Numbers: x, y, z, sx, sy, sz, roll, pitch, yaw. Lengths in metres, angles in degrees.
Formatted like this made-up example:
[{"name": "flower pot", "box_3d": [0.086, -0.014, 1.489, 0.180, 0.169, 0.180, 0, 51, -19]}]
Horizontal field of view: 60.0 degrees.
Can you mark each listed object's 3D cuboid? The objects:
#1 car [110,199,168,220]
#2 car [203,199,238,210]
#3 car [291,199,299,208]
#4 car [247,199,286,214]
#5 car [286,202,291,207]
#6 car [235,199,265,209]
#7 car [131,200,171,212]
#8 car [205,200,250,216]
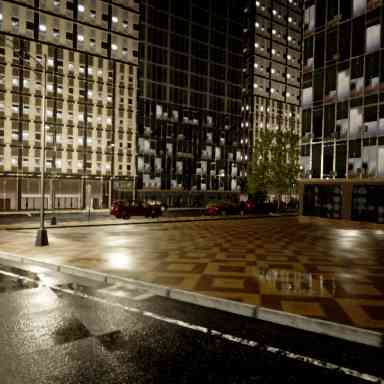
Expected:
[{"name": "car", "box_3d": [-5.286, 1.642, 31.556, 5.009, 1.841, 2.192, 1, 1, -34]}, {"name": "car", "box_3d": [4.125, 1.781, 47.589, 4.829, 1.417, 1.752, 1, 1, -34]}, {"name": "car", "box_3d": [18.281, 1.962, 57.317, 4.313, 1.339, 1.947, 1, 1, -34]}, {"name": "car", "box_3d": [8.730, 1.780, 41.187, 5.009, 1.841, 2.192, 1, 1, -34]}, {"name": "car", "box_3d": [13.608, 1.932, 54.107, 4.206, 1.307, 1.802, 1, 1, -34]}, {"name": "car", "box_3d": [8.936, 1.870, 50.896, 4.313, 1.339, 1.947, 1, 1, -34]}, {"name": "car", "box_3d": [-5.080, 1.716, 41.264, 4.403, 1.369, 2.008, 1, 1, -34]}, {"name": "car", "box_3d": [4.052, 1.964, 37.981, 4.507, 1.381, 1.887, 1, 1, -34]}]
